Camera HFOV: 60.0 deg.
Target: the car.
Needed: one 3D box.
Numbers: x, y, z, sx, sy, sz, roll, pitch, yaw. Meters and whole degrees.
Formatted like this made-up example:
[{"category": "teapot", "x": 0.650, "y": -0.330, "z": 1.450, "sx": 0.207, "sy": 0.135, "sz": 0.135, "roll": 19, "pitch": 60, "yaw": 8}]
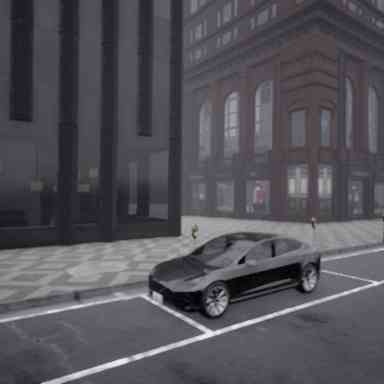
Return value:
[{"category": "car", "x": 1.138, "y": 1.614, "z": 7.461, "sx": 4.313, "sy": 1.339, "sz": 1.947, "roll": 1, "pitch": 0, "yaw": -36}]
